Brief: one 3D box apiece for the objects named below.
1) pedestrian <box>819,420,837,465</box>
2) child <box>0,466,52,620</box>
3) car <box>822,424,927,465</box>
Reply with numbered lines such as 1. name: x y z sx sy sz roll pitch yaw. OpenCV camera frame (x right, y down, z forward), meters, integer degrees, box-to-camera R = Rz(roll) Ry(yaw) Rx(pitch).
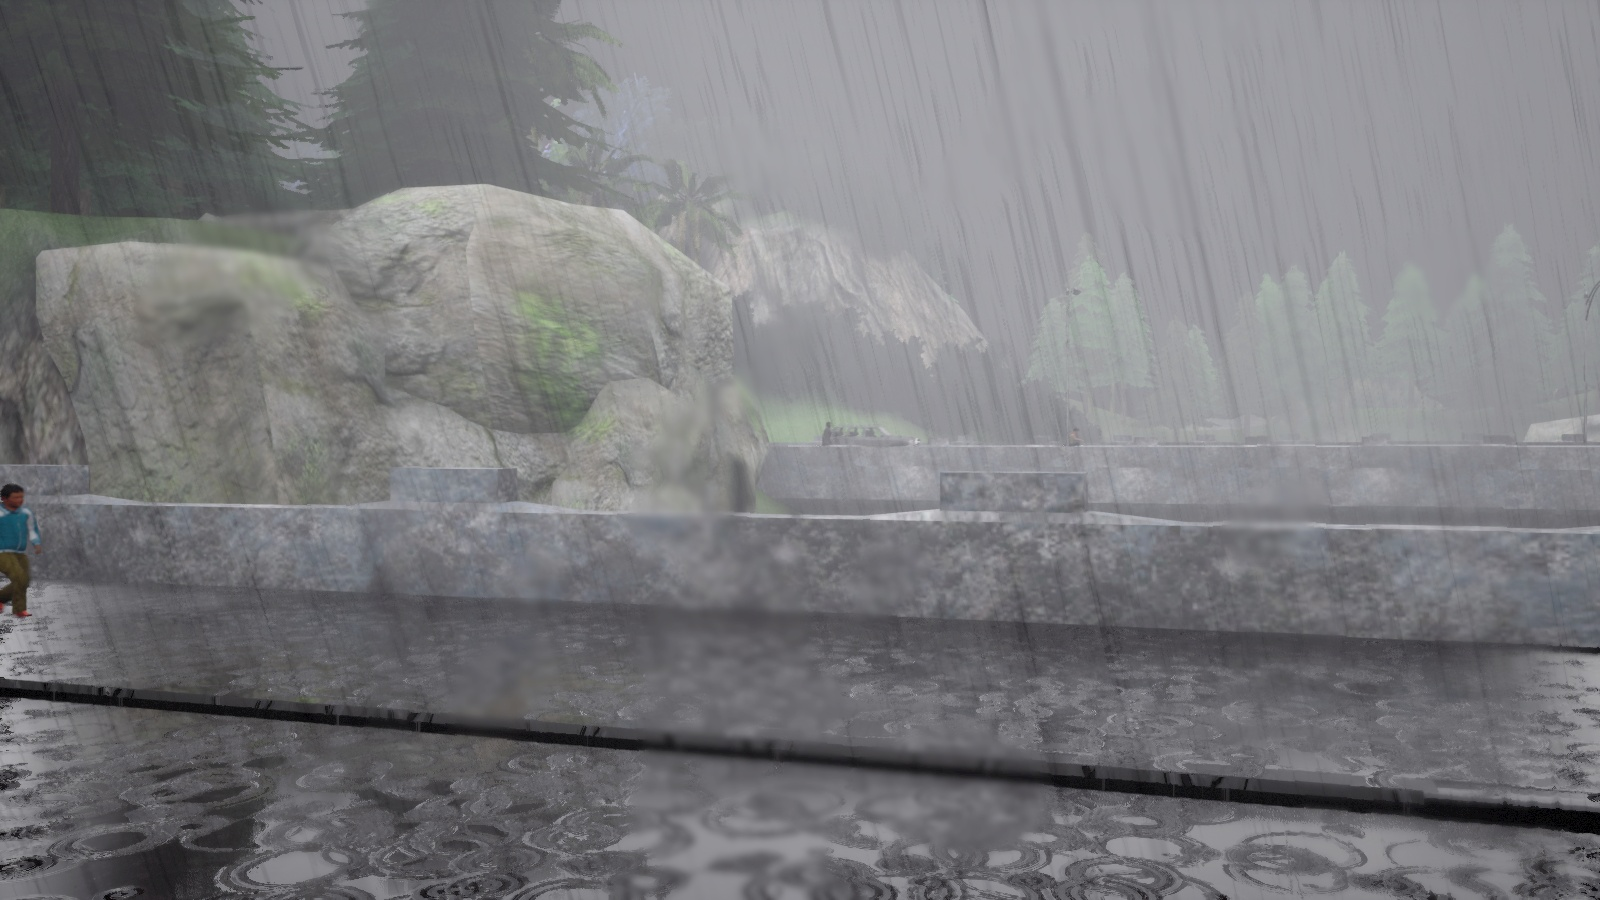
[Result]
1. pedestrian: 1.227 -0.331 54.446 0.666 1.930 0.402 1 1 31
2. child: -6.330 0.731 10.078 0.448 1.192 0.343 1 1 20
3. car: 3.508 -0.288 58.975 4.605 1.855 1.932 1 1 19
